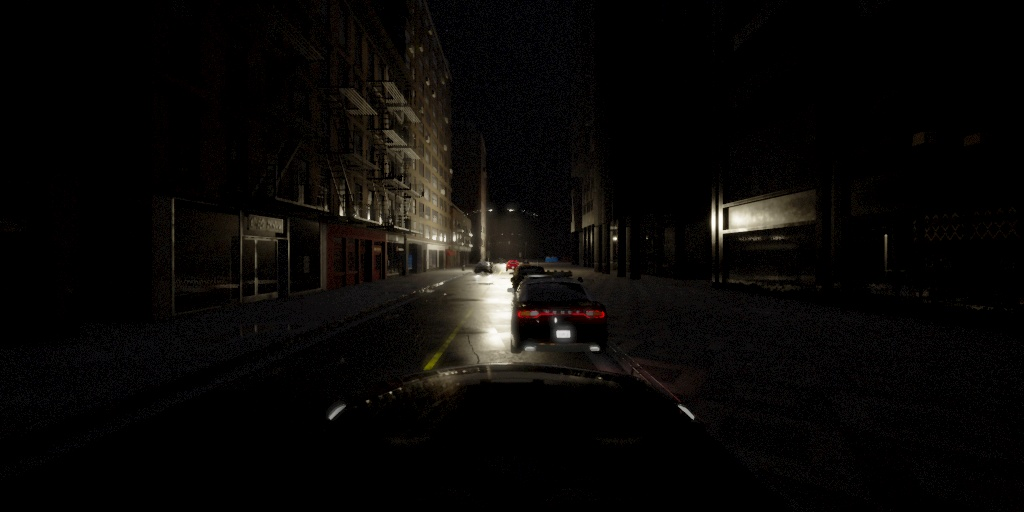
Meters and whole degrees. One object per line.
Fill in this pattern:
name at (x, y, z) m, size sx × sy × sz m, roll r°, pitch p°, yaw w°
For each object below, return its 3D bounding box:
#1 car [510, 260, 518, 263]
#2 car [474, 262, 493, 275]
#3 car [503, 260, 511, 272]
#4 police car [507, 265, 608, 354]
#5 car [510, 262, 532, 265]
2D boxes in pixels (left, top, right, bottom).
car at (0.955, 1.209, 25.000) m, size 1.801 × 1.575 × 5.366 m, roll 0°, pitch 0°, yaw 0°
car at (-3.011, 1.312, 39.230) m, size 2.033 × 1.411 × 5.357 m, roll 0°, pitch 0°, yaw 0°
car at (0.148, 1.301, 47.410) m, size 1.812 × 1.442 × 4.674 m, roll 0°, pitch 0°, yaw 1°
police car at (0.914, 1.175, 8.919) m, size 1.930 × 1.638 × 5.238 m, roll 0°, pitch 0°, yaw 0°
car at (0.940, 1.256, 18.809) m, size 1.837 × 1.490 × 4.892 m, roll 0°, pitch 0°, yaw 0°
